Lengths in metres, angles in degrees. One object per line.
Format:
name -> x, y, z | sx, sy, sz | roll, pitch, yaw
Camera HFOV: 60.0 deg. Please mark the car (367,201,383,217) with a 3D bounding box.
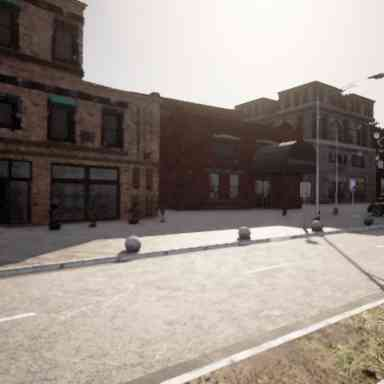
car -> 18.094, 1.198, 28.416 | 2.435, 2.045, 5.566 | 0, 0, -35
